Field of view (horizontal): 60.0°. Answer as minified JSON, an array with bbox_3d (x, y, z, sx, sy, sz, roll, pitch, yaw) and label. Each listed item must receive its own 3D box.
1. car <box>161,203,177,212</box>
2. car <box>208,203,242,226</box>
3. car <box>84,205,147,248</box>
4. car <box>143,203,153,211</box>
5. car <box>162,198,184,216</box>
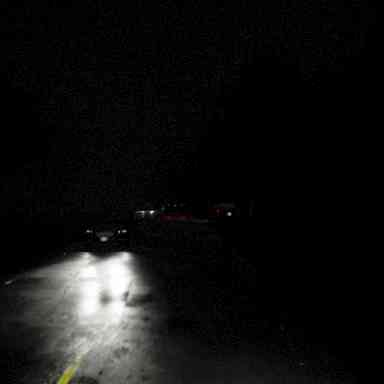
[{"bbox_3d":[-3.709,2.404,52.153,2.033,1.411,5.357,0,-2,-9],"label":"car"},{"bbox_3d":[2.376,1.555,24.767,2.163,1.488,4.792,0,-1,-4],"label":"car"},{"bbox_3d":[-3.497,1.574,15.266,2.128,1.511,4.902,0,-1,-3],"label":"car"},{"bbox_3d":[-7.729,2.571,57.986,1.812,1.442,4.674,0,-2,-8],"label":"car"},{"bbox_3d":[-2.147,1.742,40.212,2.150,2.045,5.566,0,-1,-6],"label":"car"}]
